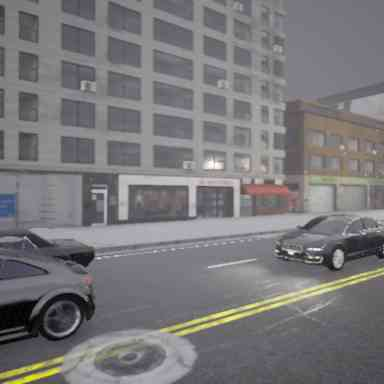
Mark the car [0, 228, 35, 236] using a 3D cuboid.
[{"bbox_3d":[-4.935,1.601,8.026,4.718,1.301,1.895,0,0,-35],"label":"car"}]

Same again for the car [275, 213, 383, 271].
[{"bbox_3d":[4.828,1.499,10.996,4.892,1.490,1.837,0,0,-35],"label":"car"}]

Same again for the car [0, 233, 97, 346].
[{"bbox_3d":[-3.628,1.564,4.968,4.181,1.385,1.994,0,0,-35],"label":"car"}]
